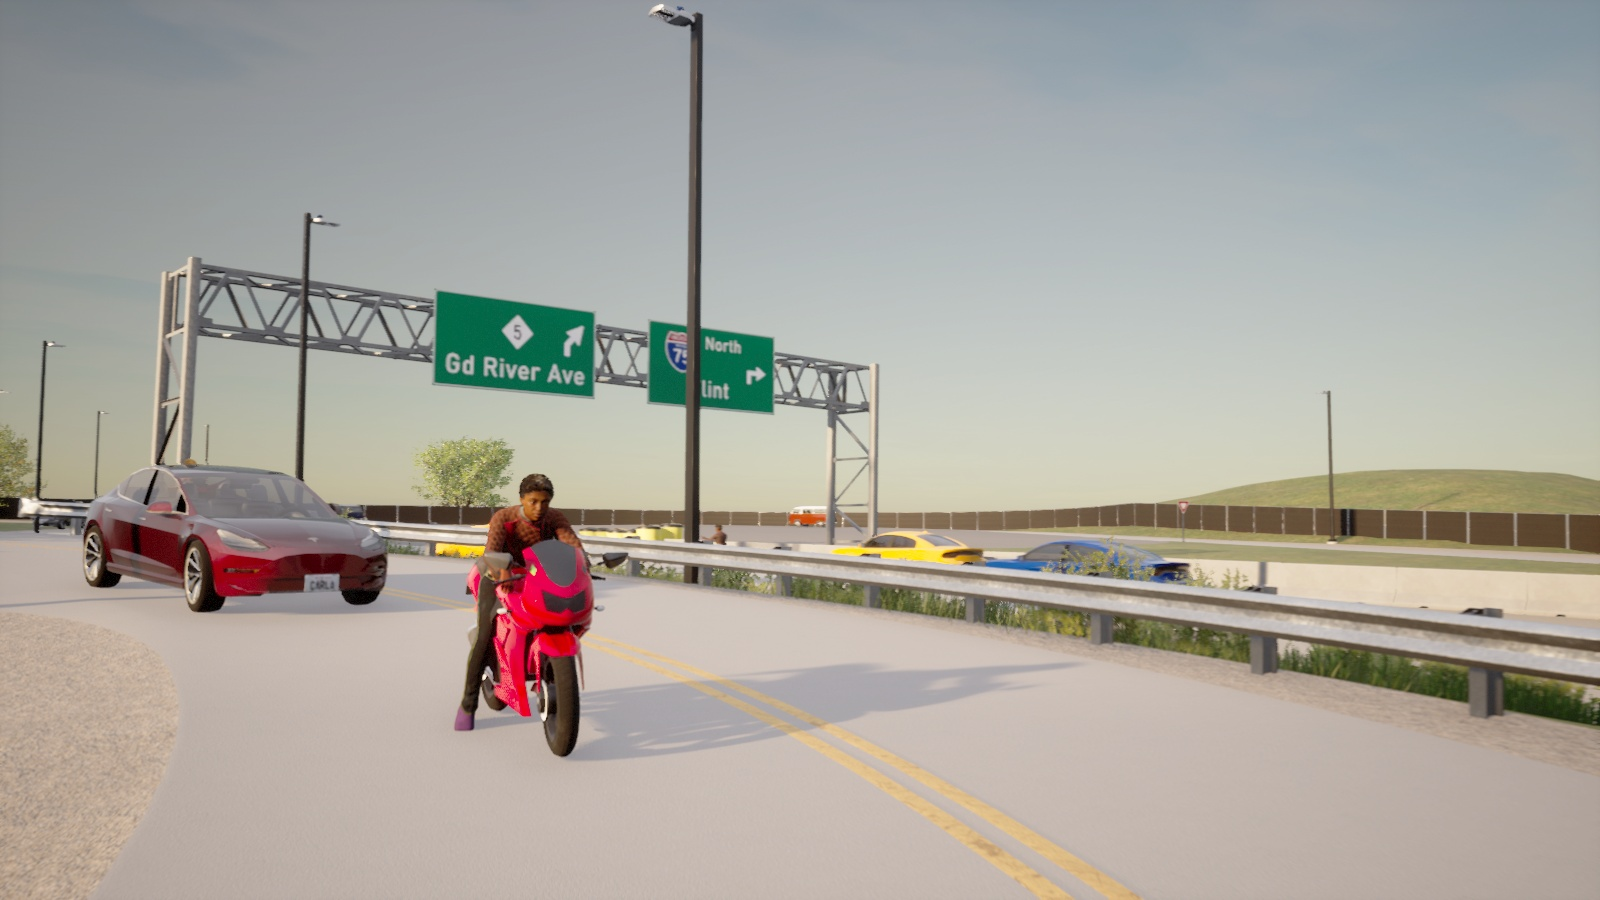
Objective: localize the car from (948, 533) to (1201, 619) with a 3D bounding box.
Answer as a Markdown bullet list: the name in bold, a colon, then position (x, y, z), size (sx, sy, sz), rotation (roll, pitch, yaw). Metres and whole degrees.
- **car**: position (5.621, 2.552, 26.269), size (1.882, 1.535, 5.008), rotation (3, -4, -42)

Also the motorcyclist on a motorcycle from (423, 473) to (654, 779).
- **motorcyclist on a motorcycle**: position (-1.610, 0.910, 7.416), size (0.797, 1.523, 2.044), rotation (1, -1, -27)

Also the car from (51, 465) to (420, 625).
- **car**: position (-6.651, 0.977, 14.524), size (4.792, 1.488, 2.163), rotation (0, -2, 43)

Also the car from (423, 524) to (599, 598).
- **car**: position (-6.959, 2.581, 29.896), size (1.882, 1.535, 5.008), rotation (3, -4, -41)

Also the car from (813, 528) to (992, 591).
- **car**: position (2.746, 2.960, 34.768), size (1.882, 1.535, 5.008), rotation (3, -4, -42)
